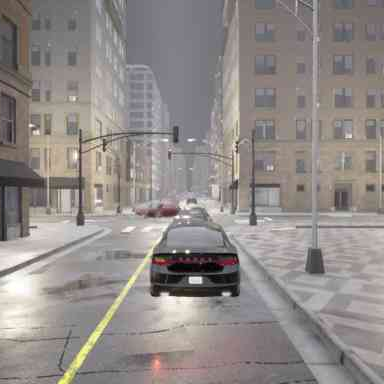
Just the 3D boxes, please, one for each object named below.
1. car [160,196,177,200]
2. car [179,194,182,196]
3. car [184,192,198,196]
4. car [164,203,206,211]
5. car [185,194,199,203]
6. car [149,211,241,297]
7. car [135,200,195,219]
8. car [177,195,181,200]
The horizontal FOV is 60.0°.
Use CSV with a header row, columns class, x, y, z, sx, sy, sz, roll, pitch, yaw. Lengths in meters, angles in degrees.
class,x,y,z,sx,sy,sz,roll,pitch,yaw
car,-3.172,1.474,39.796,1.882,1.535,5.008,0,0,-1
car,-3.179,1.501,59.701,1.837,1.490,4.892,0,0,0
car,-0.163,1.352,80.708,2.097,1.767,4.553,0,0,0
car,0.073,1.546,18.428,2.033,1.411,5.357,0,0,5
car,-0.024,1.522,62.113,1.812,1.442,4.674,0,0,0
car,0.059,1.477,8.618,1.882,1.535,5.008,0,0,0
car,-2.327,1.598,28.155,4.718,1.301,1.895,0,0,-43
car,-3.159,1.544,49.527,2.033,1.411,5.357,0,0,0
